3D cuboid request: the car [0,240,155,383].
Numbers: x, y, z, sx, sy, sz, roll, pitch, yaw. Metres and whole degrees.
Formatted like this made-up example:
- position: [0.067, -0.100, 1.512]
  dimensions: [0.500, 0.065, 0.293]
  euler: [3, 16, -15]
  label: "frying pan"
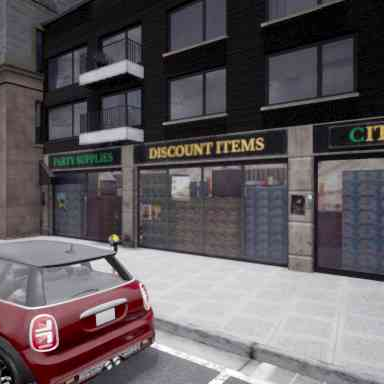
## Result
- position: [-2.559, 1.440, 4.905]
  dimensions: [4.097, 1.590, 1.967]
  euler: [0, 0, 36]
  label: "car"
